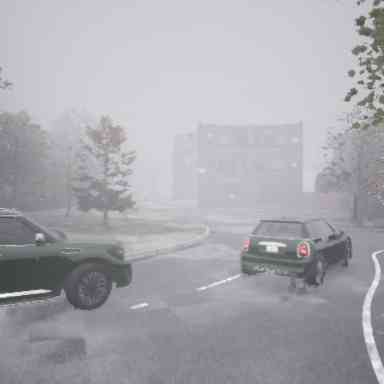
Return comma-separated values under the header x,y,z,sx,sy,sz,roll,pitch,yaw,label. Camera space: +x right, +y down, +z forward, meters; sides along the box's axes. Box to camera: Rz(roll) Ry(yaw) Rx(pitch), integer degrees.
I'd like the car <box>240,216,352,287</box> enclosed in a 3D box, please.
x,y,z,sx,sy,sz,roll,pitch,yaw,label
3.328,1.498,10.145,2.097,1.767,4.553,0,-1,37,car

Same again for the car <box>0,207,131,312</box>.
x,y,z,sx,sy,sz,roll,pitch,yaw,label
-3.991,1.278,6.367,5.566,2.045,2.150,1,0,-33,car
